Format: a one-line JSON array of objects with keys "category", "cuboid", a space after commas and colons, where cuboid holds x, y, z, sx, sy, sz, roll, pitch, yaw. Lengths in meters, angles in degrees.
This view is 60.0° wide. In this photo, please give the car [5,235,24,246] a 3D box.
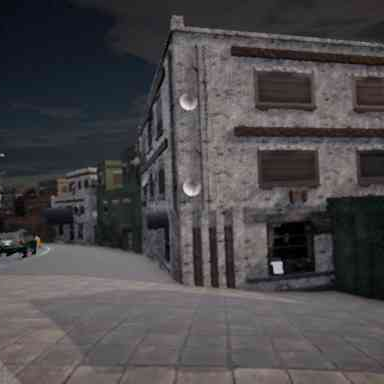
[{"category": "car", "cuboid": [-28.957, 7.905, 54.266, 1.812, 1.442, 4.674, -1, -4, -40]}]

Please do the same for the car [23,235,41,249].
[{"category": "car", "cuboid": [-20.441, 6.354, 42.333, 1.882, 1.535, 5.008, -1, -6, -28]}]

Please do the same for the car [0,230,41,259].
[{"category": "car", "cuboid": [-13.671, 4.038, 25.984, 2.150, 2.045, 5.566, -2, -6, -16]}]
